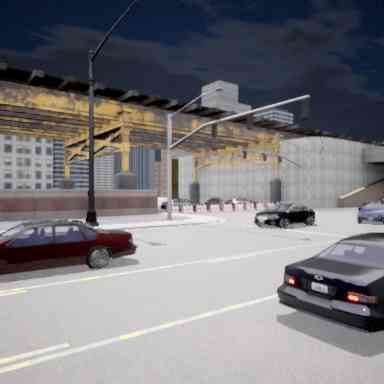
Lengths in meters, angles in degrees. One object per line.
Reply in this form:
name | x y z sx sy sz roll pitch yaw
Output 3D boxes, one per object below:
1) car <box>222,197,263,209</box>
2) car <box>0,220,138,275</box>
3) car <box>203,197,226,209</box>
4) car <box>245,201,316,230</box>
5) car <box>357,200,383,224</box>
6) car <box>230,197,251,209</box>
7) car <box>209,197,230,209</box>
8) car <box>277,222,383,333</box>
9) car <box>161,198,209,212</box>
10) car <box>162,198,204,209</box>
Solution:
car | 6.708 1.441 44.231 4.974 1.542 2.038 0 0 -7
car | -4.275 1.546 9.531 5.357 1.411 2.033 0 0 -35
car | 2.812 1.285 40.521 1.853 1.218 4.536 0 0 18
car | 6.043 1.485 21.339 4.902 1.511 2.128 0 0 -39
car | 13.259 1.516 23.920 1.812 1.442 4.674 0 0 38
car | 6.656 1.283 44.224 4.536 1.218 1.853 0 0 -7
car | 2.796 1.443 40.472 2.038 1.542 4.974 0 0 18
car | 4.050 1.545 6.664 5.357 1.411 2.033 0 0 -35
car | -0.949 1.444 37.788 4.974 1.542 2.038 0 0 8
car | -1.001 1.287 37.795 4.536 1.218 1.853 0 0 8
